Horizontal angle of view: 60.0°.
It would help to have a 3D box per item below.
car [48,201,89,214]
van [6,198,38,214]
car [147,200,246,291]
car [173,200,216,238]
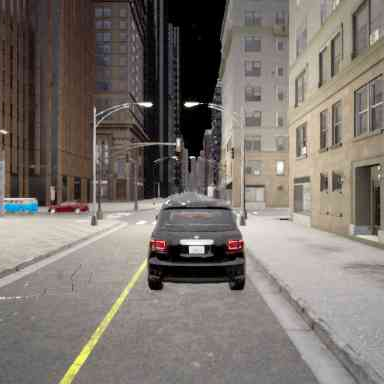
[{"bbox_3d":[-13.917,1.724,37.529,4.507,1.381,1.887,-1,0,0],"label":"car"},{"bbox_3d":[-19.544,1.588,37.558,3.998,1.788,1.690,-1,0,0],"label":"van"},{"bbox_3d":[0.115,1.223,9.187,2.150,2.045,5.566,0,0,0],"label":"car"},{"bbox_3d":[0.126,1.357,18.636,2.097,1.767,4.553,0,0,0],"label":"car"}]
